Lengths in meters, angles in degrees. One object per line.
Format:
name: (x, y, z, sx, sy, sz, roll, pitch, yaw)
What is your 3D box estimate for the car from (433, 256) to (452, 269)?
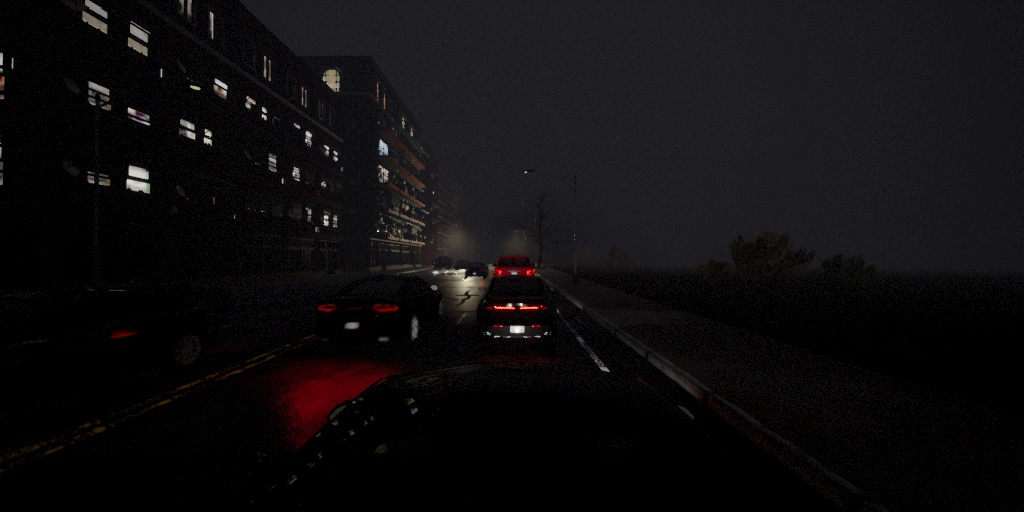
car: (-9.805, 0.975, 51.647, 2.150, 2.045, 5.566, 0, 0, 0)

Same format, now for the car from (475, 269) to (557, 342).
car: (0.108, 1.256, 9.761, 1.837, 1.490, 4.892, 0, 0, 0)

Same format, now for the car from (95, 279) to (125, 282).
car: (-9.846, 1.298, 9.163, 2.033, 1.411, 5.357, 0, 0, 0)

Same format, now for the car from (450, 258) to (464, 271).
car: (-6.560, 1.231, 48.020, 1.882, 1.535, 5.008, 0, 0, 0)

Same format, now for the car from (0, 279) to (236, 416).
car: (-6.597, 1.255, 4.924, 1.837, 1.490, 4.892, 0, 0, 0)

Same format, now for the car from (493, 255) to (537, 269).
car: (0.115, 0.975, 20.109, 2.150, 2.045, 5.566, 0, 0, 0)

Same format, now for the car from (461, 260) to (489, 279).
car: (-3.123, 1.279, 32.331, 1.812, 1.442, 4.674, 0, 0, 0)

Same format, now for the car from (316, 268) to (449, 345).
car: (-3.144, 1.229, 9.522, 1.882, 1.535, 5.008, 0, 0, 0)

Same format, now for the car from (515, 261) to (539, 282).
car: (1.162, 1.209, 30.516, 1.801, 1.575, 5.366, 0, 0, 0)
